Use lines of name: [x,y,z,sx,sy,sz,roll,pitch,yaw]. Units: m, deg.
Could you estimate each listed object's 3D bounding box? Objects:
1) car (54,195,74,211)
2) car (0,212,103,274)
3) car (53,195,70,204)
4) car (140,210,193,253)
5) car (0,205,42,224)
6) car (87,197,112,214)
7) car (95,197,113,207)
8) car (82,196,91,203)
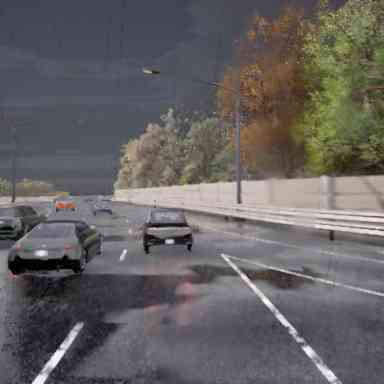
car: [-16.189,1.439,42.292,2.097,1.767,4.553,0,0,-23]
car: [-4.161,1.587,10.765,1.994,1.385,4.181,0,0,-6]
car: [-25.786,1.453,65.663,1.837,1.490,4.892,0,0,-40]
car: [-1.095,1.499,13.911,2.128,1.511,4.902,0,0,-8]
car: [-8.341,1.396,15.683,2.097,1.767,4.553,0,0,-8]
car: [-9.702,1.601,35.524,2.033,1.411,5.357,0,0,-20]
car: [-14.498,1.587,54.669,1.837,1.490,4.892,0,1,-29]
car: [-21.134,1.525,67.340,1.895,1.301,4.718,0,0,-24]
